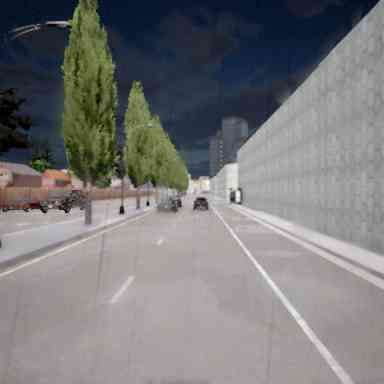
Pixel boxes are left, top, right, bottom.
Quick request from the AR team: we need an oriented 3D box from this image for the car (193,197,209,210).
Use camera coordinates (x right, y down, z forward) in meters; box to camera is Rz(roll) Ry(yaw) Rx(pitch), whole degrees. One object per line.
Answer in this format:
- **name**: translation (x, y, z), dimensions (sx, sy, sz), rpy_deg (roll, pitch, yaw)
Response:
- **car**: translation (1.120, 1.419, 40.833), dimensions (1.837, 1.490, 4.892), rpy_deg (0, 0, 1)

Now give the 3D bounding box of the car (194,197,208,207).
- **car**: translation (1.371, 1.441, 50.846), dimensions (2.033, 1.411, 5.357), rpy_deg (0, 0, 1)

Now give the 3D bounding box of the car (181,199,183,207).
- **car**: translation (-2.322, 1.395, 46.694), dimensions (1.837, 1.490, 4.892), rpy_deg (0, 1, 2)

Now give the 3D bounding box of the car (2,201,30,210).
- **car**: translation (-14.299, 1.052, 28.410), dimensions (1.994, 1.385, 4.181), rpy_deg (0, 0, 1)

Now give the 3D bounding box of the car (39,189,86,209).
- **car**: translation (-10.800, 0.738, 28.291), dimensions (2.150, 2.045, 5.566), rpy_deg (0, 0, 1)

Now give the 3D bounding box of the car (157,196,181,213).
- **car**: translation (-2.556, 1.476, 35.672), dimensions (1.994, 1.385, 4.181), rpy_deg (0, 0, 2)
